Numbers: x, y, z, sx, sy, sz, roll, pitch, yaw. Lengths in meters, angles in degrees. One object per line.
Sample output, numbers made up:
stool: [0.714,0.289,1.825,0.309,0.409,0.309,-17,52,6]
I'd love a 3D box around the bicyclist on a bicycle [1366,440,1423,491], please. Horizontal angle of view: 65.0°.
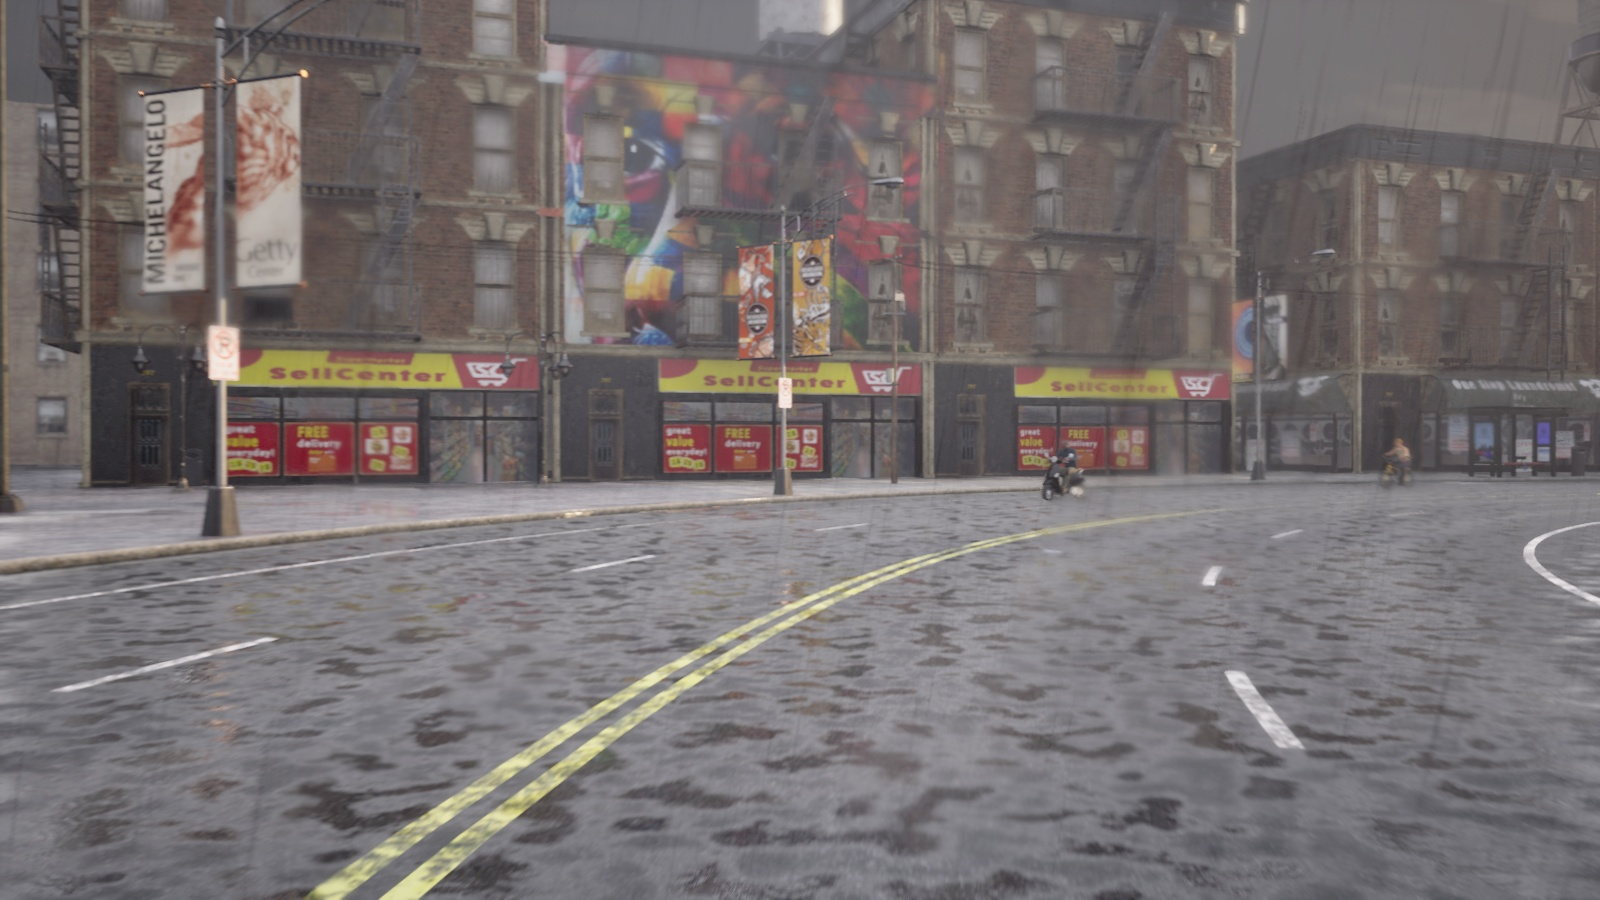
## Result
bicyclist on a bicycle: [19.215,0.486,40.608,1.509,1.612,0.866,0,1,-23]

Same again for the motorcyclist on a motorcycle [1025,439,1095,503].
motorcyclist on a motorcycle: [6.736,0.528,32.452,1.817,1.590,0.866,0,1,-43]
